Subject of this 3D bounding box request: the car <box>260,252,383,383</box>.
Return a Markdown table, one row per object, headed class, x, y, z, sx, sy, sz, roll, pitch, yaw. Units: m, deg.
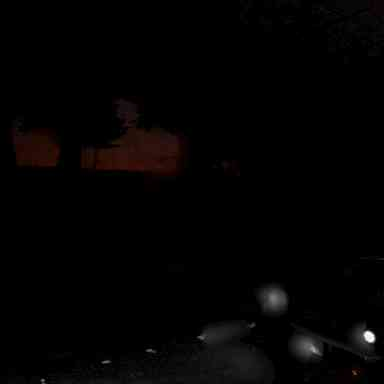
| class | x | y | z | sx | sy | sz | roll | pitch | yaw |
| --- | --- | --- | --- | --- | --- | --- | --- | --- | --- |
| car | 3.406 | 1.701 | 5.281 | 4.718 | 1.301 | 1.895 | 2 | -1 | -30 |
